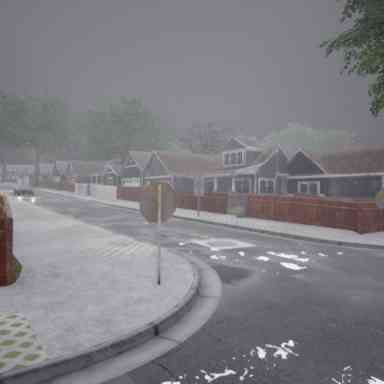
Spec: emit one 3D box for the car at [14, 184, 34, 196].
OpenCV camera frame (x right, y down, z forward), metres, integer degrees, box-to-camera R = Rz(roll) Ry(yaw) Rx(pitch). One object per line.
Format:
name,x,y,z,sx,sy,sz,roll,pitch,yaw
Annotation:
car,-22.414,-0.314,44.252,1.882,1.535,5.008,1,2,-35
